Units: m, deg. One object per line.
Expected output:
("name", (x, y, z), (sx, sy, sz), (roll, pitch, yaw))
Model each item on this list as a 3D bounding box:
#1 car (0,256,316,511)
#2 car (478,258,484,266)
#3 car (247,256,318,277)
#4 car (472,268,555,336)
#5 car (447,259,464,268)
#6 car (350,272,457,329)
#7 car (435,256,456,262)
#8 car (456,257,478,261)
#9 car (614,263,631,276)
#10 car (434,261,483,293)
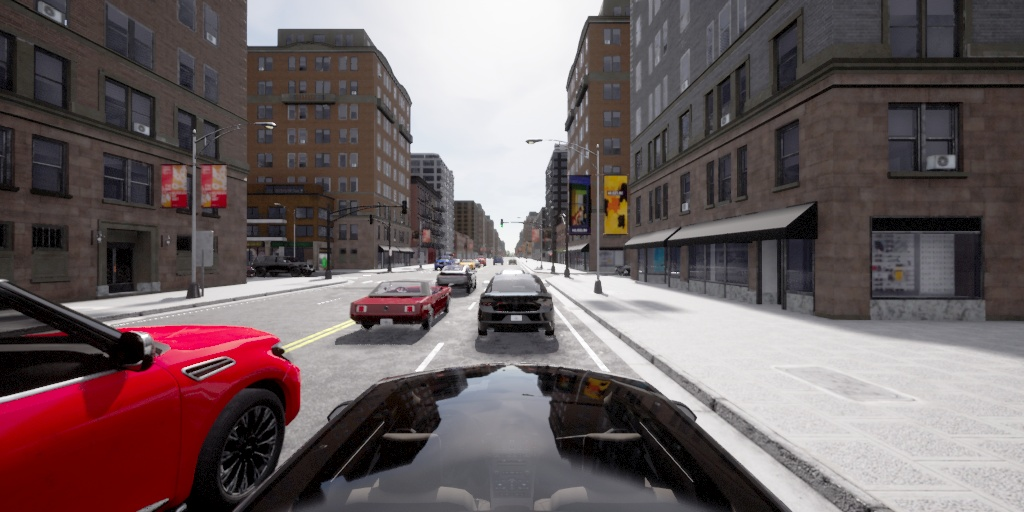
("car", (-3.149, 0.971, 1.139), (2.150, 2.045, 5.566), (0, 0, 0))
("car", (-6.463, 1.345, 61.479), (1.994, 1.385, 4.181), (0, 0, 0))
("car", (-22.124, 0.985, 34.730), (5.566, 2.045, 2.150), (0, 0, 0))
("car", (0.112, 1.233, 10.467), (1.882, 1.535, 5.008), (0, 0, 0))
("car", (-9.705, 1.272, 61.919), (2.128, 1.511, 4.902), (0, 0, 0))
("car", (-3.131, 1.357, 11.200), (1.895, 1.301, 4.718), (0, 0, 0))
("car", (-9.743, 0.999, 52.107), (2.150, 2.045, 5.566), (0, 0, 0))
("car", (-6.499, 1.256, 52.485), (1.882, 1.535, 5.008), (0, 0, 0))
("car", (13.306, 1.303, 37.778), (4.902, 1.511, 2.128), (0, 0, 0))
("car", (-3.110, 1.254, 20.745), (2.128, 1.511, 4.902), (0, 0, 0))
